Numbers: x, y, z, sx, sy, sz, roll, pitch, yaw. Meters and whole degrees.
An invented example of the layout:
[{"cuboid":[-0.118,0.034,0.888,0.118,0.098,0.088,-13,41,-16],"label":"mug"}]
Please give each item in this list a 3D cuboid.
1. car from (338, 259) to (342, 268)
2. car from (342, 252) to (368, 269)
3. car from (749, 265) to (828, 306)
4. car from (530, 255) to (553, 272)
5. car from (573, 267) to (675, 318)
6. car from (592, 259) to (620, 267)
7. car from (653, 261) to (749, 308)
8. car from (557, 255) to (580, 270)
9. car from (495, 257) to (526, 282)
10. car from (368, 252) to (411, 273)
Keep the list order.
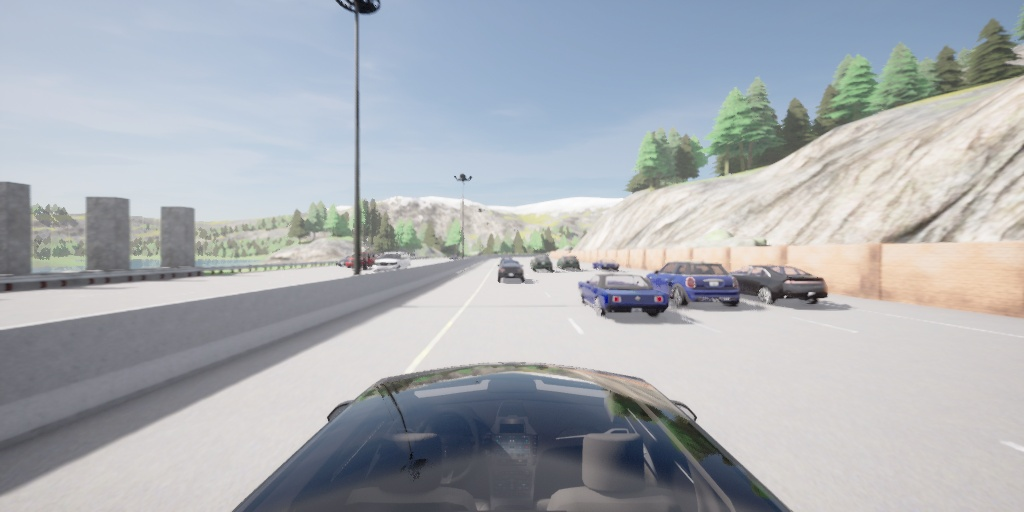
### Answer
[{"cuboid":[-21.822,0.753,48.604,2.128,1.511,4.902,0,1,-1],"label":"car"},{"cuboid":[-18.222,0.534,43.910,2.150,2.045,5.566,0,1,-1],"label":"car"},{"cuboid":[10.554,1.124,15.103,2.128,1.511,4.902,0,1,-1],"label":"car"},{"cuboid":[3.090,0.748,38.210,2.097,1.767,4.553,0,1,-1],"label":"car"},{"cuboid":[3.570,1.250,12.493,1.895,1.301,4.718,0,1,0],"label":"car"},{"cuboid":[10.096,0.997,39.111,1.895,1.301,4.718,0,1,-2],"label":"car"},{"cuboid":[7.055,0.984,14.679,2.097,1.767,4.553,0,1,-1],"label":"car"},{"cuboid":[6.503,0.718,41.742,2.097,1.767,4.553,0,1,-1],"label":"car"},{"cuboid":[-0.105,1.039,25.851,1.812,1.442,4.674,0,1,-1],"label":"car"},{"cuboid":[-10.970,0.651,33.298,2.150,2.045,5.566,0,0,-1],"label":"car"}]
